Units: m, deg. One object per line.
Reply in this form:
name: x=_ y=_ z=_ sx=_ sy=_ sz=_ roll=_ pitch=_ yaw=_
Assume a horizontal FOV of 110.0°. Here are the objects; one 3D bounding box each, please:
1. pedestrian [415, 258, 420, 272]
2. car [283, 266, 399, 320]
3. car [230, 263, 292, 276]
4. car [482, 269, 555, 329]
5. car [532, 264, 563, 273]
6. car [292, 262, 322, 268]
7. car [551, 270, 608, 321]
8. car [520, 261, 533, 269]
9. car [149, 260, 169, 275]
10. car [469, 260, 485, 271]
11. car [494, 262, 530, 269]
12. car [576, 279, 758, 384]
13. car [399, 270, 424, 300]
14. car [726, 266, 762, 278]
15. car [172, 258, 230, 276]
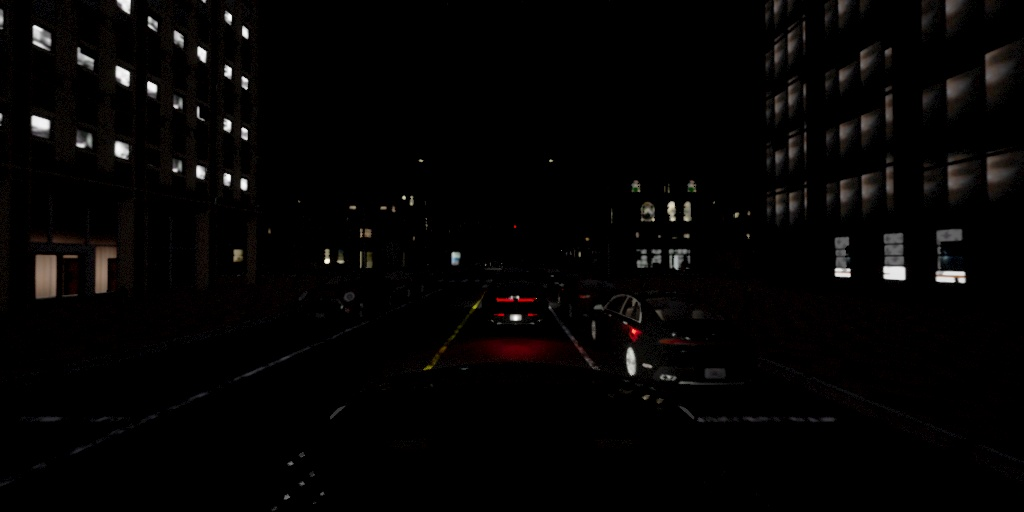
pedestrian: x=-12.574 y=1.144 z=47.534 sx=0.375 sy=1.860 sz=0.375 roll=0 pitch=-1 yaw=1
car: x=-5.695 y=1.253 z=12.628 sx=1.967 sy=1.591 sz=4.097 roll=0 pitch=0 yaw=0
car: x=-25.432 y=1.375 z=36.389 sx=4.403 sy=1.370 sz=2.007 roll=0 pitch=0 yaw=1
car: x=0.094 y=1.310 z=11.410 sx=1.837 sy=1.490 sz=4.892 roll=0 pitch=0 yaw=0
car: x=2.680 y=1.428 z=23.999 sx=2.007 sy=1.370 sz=4.403 roll=0 pitch=0 yaw=0
car: x=-25.475 y=1.443 z=44.771 sx=4.829 sy=1.417 sz=1.751 roll=0 pitch=0 yaw=1
car: x=2.685 y=1.357 z=12.615 sx=1.888 sy=1.381 sz=4.507 roll=0 pitch=0 yaw=0
car: x=2.664 y=1.629 z=56.389 sx=1.948 sy=1.339 sz=4.313 roll=0 pitch=0 yaw=0
car: x=-36.505 y=1.331 z=36.554 sx=4.403 sy=1.370 sz=2.007 roll=0 pitch=0 yaw=1
car: x=-5.716 y=1.647 z=56.398 sx=1.802 sy=1.307 sz=4.207 roll=0 pitch=0 yaw=0
car: x=0.085 y=1.354 z=23.825 sx=1.882 sy=1.535 sz=5.008 roll=0 pitch=0 yaw=2
car: x=2.688 y=1.330 z=6.923 sx=2.007 sy=1.370 sz=4.403 roll=0 pitch=0 yaw=0
car: x=-5.698 y=1.396 z=18.320 sx=2.007 sy=1.370 sz=4.403 roll=0 pitch=0 yaw=0
car: x=23.626 y=1.621 z=35.621 sx=4.207 sy=1.307 sz=1.802 roll=0 pitch=0 yaw=1
car: x=-30.968 y=1.117 z=36.472 sx=5.009 sy=1.841 sz=2.192 roll=0 pitch=0 yaw=1
